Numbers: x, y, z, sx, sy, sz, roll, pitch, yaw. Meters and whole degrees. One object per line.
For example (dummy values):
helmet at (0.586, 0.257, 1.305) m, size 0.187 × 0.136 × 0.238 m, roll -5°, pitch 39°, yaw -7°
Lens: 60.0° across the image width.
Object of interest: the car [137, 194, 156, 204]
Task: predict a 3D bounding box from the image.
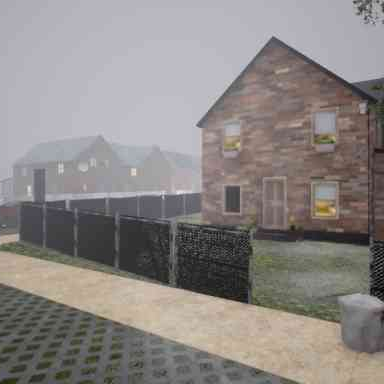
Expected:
car at (-4.588, 0.929, 31.987) m, size 1.812 × 1.442 × 4.674 m, roll 0°, pitch 1°, yaw 34°

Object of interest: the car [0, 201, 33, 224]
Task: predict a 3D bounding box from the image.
car at (-11.383, 1.260, 21.784) m, size 1.994 × 1.385 × 4.181 m, roll 0°, pitch 1°, yaw 34°
